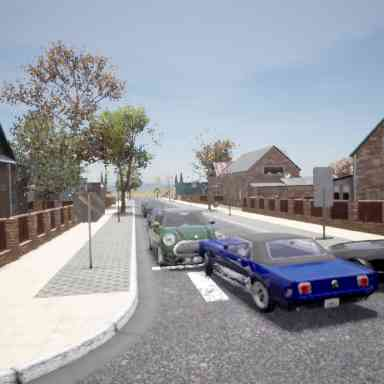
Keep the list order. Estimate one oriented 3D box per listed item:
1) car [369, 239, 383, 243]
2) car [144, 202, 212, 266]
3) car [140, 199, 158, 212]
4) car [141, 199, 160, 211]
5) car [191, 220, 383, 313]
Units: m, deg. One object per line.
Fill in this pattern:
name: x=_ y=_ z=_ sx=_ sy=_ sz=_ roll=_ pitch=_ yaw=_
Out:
car: x=5.558 y=1.434 z=7.069 sx=5.357 sy=1.411 sz=2.033 roll=-1 pitch=0 yaw=41
car: x=-0.337 y=1.391 z=11.846 sx=2.097 sy=1.767 sz=4.553 roll=-2 pitch=0 yaw=-13
car: x=-5.535 y=1.646 z=42.373 sx=2.033 sy=1.411 sz=5.357 roll=-2 pitch=0 yaw=-10
car: x=-3.660 y=1.553 z=31.448 sx=1.882 sy=1.535 sz=5.008 roll=-2 pitch=0 yaw=-10
car: x=1.686 y=1.588 z=7.758 sx=1.895 sy=1.301 sz=4.718 roll=-1 pitch=1 yaw=-18
